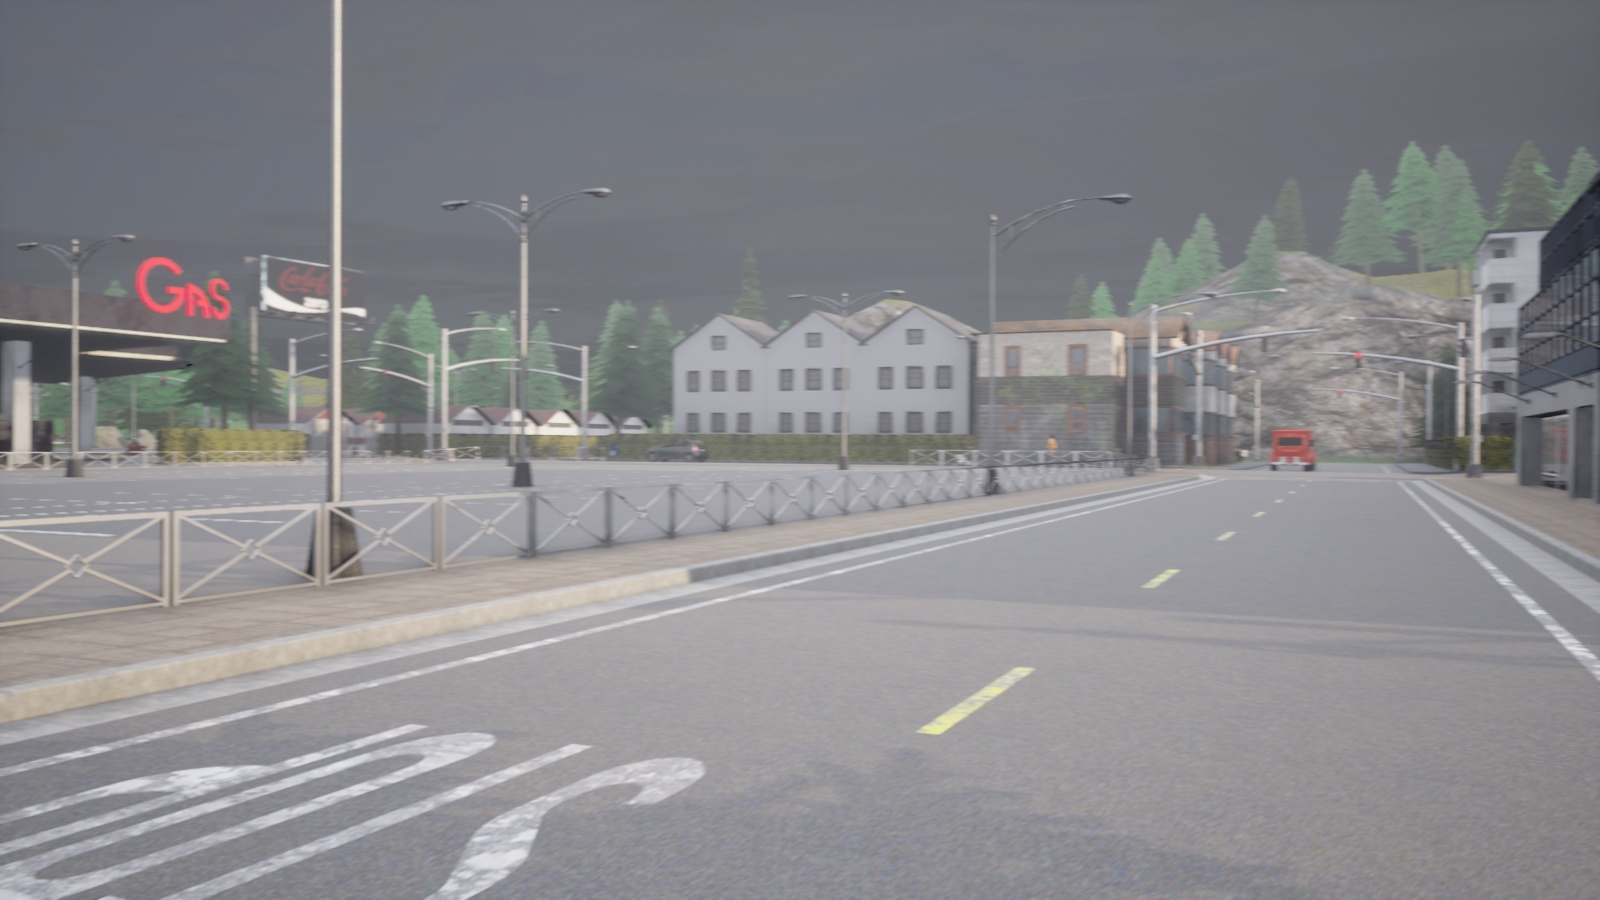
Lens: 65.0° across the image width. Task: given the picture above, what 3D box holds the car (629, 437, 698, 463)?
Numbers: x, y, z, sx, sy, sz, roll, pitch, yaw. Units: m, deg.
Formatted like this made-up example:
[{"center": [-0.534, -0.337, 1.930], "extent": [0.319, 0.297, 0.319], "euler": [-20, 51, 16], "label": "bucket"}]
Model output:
[{"center": [-8.791, -0.031, 80.742], "extent": [3.988, 1.617, 1.851], "euler": [1, 0, 24], "label": "car"}]

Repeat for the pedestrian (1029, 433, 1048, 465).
[{"center": [14.253, -0.072, 75.034], "extent": [0.900, 1.855, 0.874], "euler": [1, 0, 26], "label": "pedestrian"}]

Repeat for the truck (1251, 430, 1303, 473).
[{"center": [28.551, 0.066, 75.079], "extent": [2.627, 2.467, 5.204], "euler": [1, 0, 24], "label": "truck"}]
